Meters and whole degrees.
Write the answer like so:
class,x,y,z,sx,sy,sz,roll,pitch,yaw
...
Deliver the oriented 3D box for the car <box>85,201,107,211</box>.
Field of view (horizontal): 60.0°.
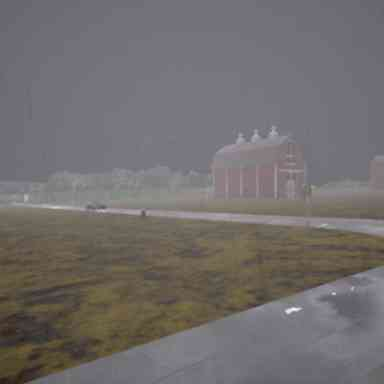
class,x,y,z,sx,sy,sz,roll,pitch,yaw
car,-15.218,2.153,52.315,2.033,1.411,5.357,-1,-1,-35
